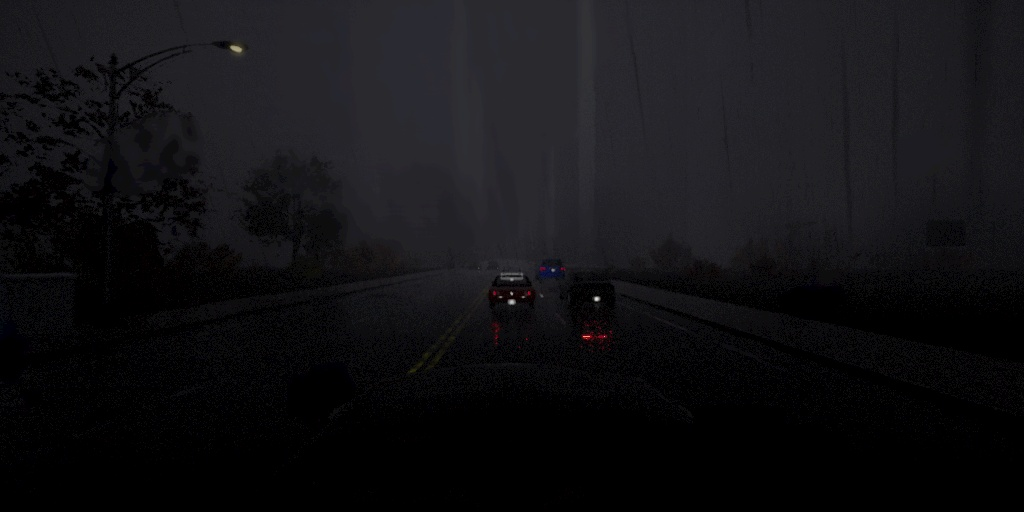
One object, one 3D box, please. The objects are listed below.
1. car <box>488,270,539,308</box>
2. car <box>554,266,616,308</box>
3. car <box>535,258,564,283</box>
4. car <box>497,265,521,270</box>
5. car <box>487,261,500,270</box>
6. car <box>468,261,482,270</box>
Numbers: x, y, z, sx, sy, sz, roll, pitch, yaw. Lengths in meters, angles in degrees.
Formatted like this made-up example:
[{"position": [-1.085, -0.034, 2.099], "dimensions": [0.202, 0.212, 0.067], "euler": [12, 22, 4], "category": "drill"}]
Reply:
[{"position": [-0.007, 1.482, 15.942], "dimensions": [1.895, 1.301, 4.718], "euler": [0, 0, 0], "category": "car"}, {"position": [3.244, 1.391, 16.142], "dimensions": [1.837, 1.490, 4.892], "euler": [0, 0, 0], "category": "car"}, {"position": [3.233, 1.228, 30.844], "dimensions": [2.150, 2.045, 5.566], "euler": [0, 0, 0], "category": "car"}, {"position": [-0.016, 1.613, 30.945], "dimensions": [1.895, 1.301, 4.718], "euler": [0, 0, 0], "category": "car"}, {"position": [-3.290, 1.626, 63.524], "dimensions": [2.097, 1.767, 4.553], "euler": [0, 0, 0], "category": "car"}, {"position": [-6.540, 1.625, 63.522], "dimensions": [2.097, 1.767, 4.553], "euler": [0, 0, 0], "category": "car"}]
